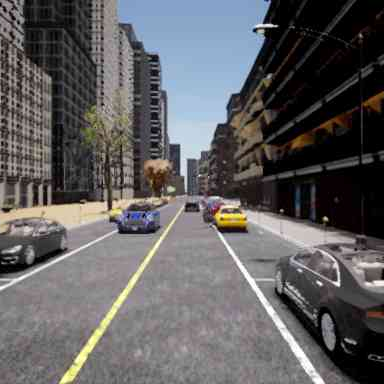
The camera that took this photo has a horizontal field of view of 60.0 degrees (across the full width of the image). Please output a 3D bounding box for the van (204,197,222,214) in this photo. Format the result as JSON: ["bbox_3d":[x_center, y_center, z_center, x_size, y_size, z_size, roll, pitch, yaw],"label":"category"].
[{"bbox_3d":[2.694,1.472,39.049,1.690,1.788,3.998,0,0,0],"label":"van"}]

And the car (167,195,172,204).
[{"bbox_3d":[-5.683,1.785,66.713,1.887,1.381,4.507,0,0,0],"label":"car"}]

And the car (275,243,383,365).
[{"bbox_3d":[2.690,1.569,5.853,2.008,1.369,4.403,0,0,0],"label":"car"}]

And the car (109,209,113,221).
[{"bbox_3d":[-5.688,1.615,27.814,1.752,1.417,4.829,0,0,0],"label":"car"}]

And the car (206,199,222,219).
[{"bbox_3d":[2.693,1.692,33.516,1.802,1.307,4.206,0,0,0],"label":"car"}]

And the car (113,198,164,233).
[{"bbox_3d":[-3.096,1.415,20.265,2.097,1.767,4.553,0,0,0],"label":"car"}]

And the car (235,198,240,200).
[{"bbox_3d":[13.436,1.668,86.117,4.403,1.369,2.008,-1,1,-1],"label":"car"}]

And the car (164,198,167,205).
[{"bbox_3d":[-5.684,1.719,55.477,1.752,1.417,4.829,0,0,0],"label":"car"}]

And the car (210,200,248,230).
[{"bbox_3d":[2.353,1.524,21.310,1.801,1.575,5.366,0,0,0],"label":"car"}]

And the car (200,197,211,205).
[{"bbox_3d":[2.697,1.791,66.712,2.008,1.369,4.403,0,0,0],"label":"car"}]

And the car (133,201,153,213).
[{"bbox_3d":[-5.687,1.713,39.050,1.802,1.307,4.206,0,0,0],"label":"car"}]

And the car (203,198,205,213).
[{"bbox_3d":[2.694,1.592,44.581,1.967,1.590,4.097,0,0,0],"label":"car"}]

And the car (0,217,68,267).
[{"bbox_3d":[-5.690,1.586,11.386,2.008,1.369,4.403,0,0,0],"label":"car"}]

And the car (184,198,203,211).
[{"bbox_3d":[0.024,1.636,42.483,2.128,1.511,4.902,0,0,0],"label":"car"}]

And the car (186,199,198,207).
[{"bbox_3d":[0.007,1.794,55.216,1.895,1.301,4.718,0,0,0],"label":"car"}]

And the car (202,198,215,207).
[{"bbox_3d":[2.696,1.745,55.646,2.008,1.369,4.403,0,0,0],"label":"car"}]
